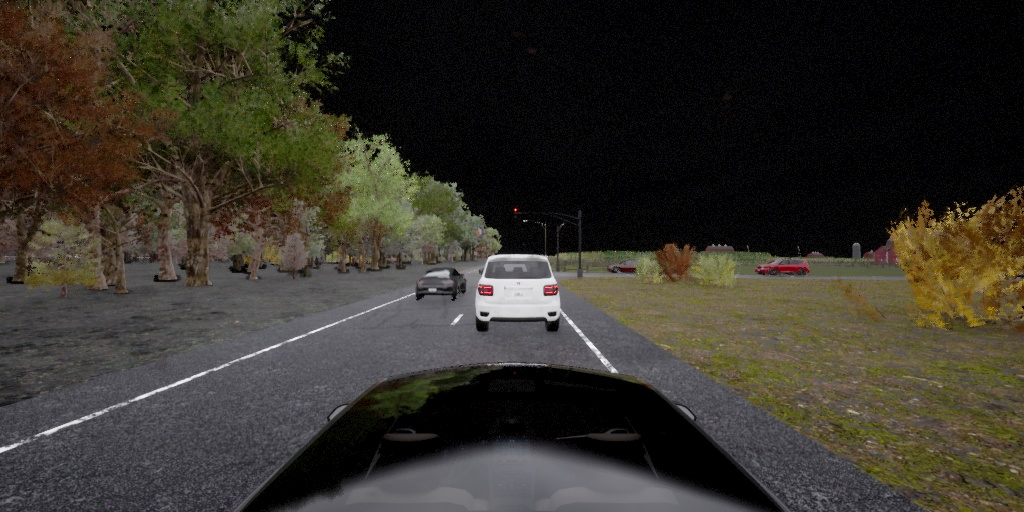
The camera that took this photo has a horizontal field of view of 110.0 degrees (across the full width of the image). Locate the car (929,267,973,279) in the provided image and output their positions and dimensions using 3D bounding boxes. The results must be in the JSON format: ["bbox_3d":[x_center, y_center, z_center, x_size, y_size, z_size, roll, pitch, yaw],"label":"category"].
[{"bbox_3d":[49.014,1.848,39.081,4.181,1.385,1.994,1,-1,0],"label":"car"}]

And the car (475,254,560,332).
[{"bbox_3d":[0.128,0.974,11.050,2.150,2.045,5.566,0,0,-1],"label":"car"}]

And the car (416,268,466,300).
[{"bbox_3d":[-3.366,1.280,17.481,1.812,1.442,4.674,0,0,0],"label":"car"}]

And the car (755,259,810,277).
[{"bbox_3d":[32.246,1.384,42.796,5.566,2.045,2.150,1,-1,0],"label":"car"}]

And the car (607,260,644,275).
[{"bbox_3d":[13.806,1.314,43.112,4.553,1.767,2.097,1,-1,3],"label":"car"}]
